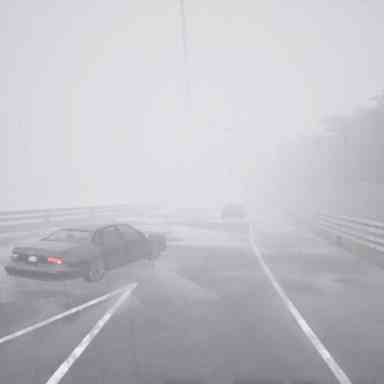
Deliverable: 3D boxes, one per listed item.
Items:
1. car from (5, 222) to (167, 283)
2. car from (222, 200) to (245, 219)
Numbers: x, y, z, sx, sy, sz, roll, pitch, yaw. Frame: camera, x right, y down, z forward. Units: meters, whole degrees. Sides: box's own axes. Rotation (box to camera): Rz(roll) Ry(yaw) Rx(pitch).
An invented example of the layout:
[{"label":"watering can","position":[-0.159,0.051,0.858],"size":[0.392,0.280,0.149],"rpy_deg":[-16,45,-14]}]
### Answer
[{"label":"car","position":[-2.692,1.609,9.987],"size":[2.033,1.411,5.357],"rpy_deg":[0,0,23]},{"label":"car","position":[3.987,1.788,31.758],"size":[1.994,1.385,4.181],"rpy_deg":[0,0,12]}]
